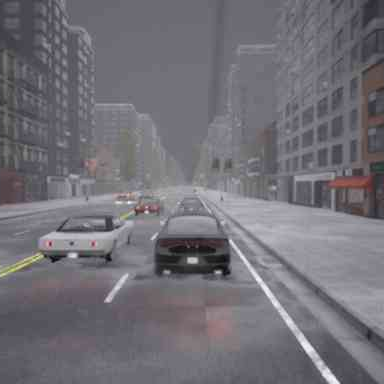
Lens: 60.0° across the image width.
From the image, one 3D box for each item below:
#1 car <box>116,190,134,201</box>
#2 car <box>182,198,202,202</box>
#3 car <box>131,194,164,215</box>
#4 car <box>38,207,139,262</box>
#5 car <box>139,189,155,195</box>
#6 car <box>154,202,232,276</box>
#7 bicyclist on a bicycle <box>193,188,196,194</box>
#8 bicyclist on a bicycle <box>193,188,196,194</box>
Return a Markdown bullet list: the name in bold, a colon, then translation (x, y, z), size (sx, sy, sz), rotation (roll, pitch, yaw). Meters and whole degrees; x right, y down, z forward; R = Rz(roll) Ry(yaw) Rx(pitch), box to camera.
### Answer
- **car**: translation (-9.972, 0.429, 49.809), size (2.097, 1.767, 4.553), rotation (0, 1, 0)
- **car**: translation (-0.024, 1.104, 23.961), size (2.033, 1.411, 5.357), rotation (0, 1, 0)
- **car**: translation (-3.264, 1.116, 26.224), size (1.895, 1.301, 4.718), rotation (0, 1, 0)
- **car**: translation (-3.221, 1.393, 11.235), size (1.895, 1.301, 4.718), rotation (0, 1, 0)
- **car**: translation (-6.725, 0.426, 49.921), size (2.097, 1.767, 4.553), rotation (0, 1, 0)
- **car**: translation (0.023, 1.295, 9.795), size (1.882, 1.535, 5.008), rotation (0, 1, 0)
- **bicyclist on a bicycle**: translation (0.662, -0.065, 79.959), size (0.582, 1.620, 1.656), rotation (0, 1, 0)
- **bicyclist on a bicycle**: translation (0.631, -0.258, 88.955), size (0.866, 1.612, 1.509), rotation (0, 1, 0)
